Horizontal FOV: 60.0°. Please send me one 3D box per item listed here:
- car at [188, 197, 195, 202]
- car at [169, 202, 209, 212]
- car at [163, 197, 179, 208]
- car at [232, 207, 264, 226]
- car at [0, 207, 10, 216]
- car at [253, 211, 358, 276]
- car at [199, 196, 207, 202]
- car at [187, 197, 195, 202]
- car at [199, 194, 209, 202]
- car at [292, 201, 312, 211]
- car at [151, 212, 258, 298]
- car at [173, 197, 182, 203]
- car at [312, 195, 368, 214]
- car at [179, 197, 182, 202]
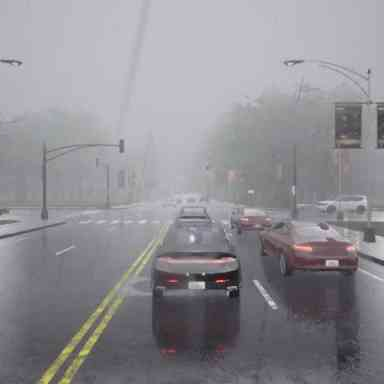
[{"bbox_3d":[-0.189,1.962,92.995,1.994,1.385,4.181,0,-1,0],"label":"car"},{"bbox_3d":[0.065,1.517,17.906,2.128,1.511,4.902,0,0,0],"label":"car"},{"bbox_3d":[-3.448,1.758,52.051,1.895,1.301,4.718,0,0,0],"label":"car"},{"bbox_3d":[3.322,1.554,19.027,1.812,1.442,4.674,0,0,1],"label":"car"},{"bbox_3d":[-19.815,1.550,30.550,5.357,1.411,2.033,0,0,-1],"label":"car"},{"bbox_3d":[3.326,1.532,10.219,1.812,1.442,4.674,0,0,0],"label":"car"},{"bbox_3d":[3.061,1.949,93.002,2.033,1.411,5.357,0,-1,0],"label":"car"},{"bbox_3d":[-0.166,1.890,82.541,1.882,1.535,5.008,0,-1,0],"label":"car"},{"bbox_3d":[3.084,1.639,82.614,2.150,2.045,5.566,0,-1,0],"label":"car"},{"bbox_3d":[14.784,1.771,40.828,4.718,1.301,1.895,0,0,0],"label":"car"},{"bbox_3d":[0.083,1.496,8.498,2.128,1.511,4.902,0,0,0],"label":"car"},{"bbox_3d":[-3.409,1.923,78.202,1.994,1.385,4.181,0,-1,0],"label":"car"},{"bbox_3d":[17.031,1.398,37.607,5.566,2.045,2.150,0,0,-1],"label":"car"},{"bbox_3d":[-3.425,1.726,64.357,2.128,1.511,4.902,0,-1,0],"label":"car"}]
